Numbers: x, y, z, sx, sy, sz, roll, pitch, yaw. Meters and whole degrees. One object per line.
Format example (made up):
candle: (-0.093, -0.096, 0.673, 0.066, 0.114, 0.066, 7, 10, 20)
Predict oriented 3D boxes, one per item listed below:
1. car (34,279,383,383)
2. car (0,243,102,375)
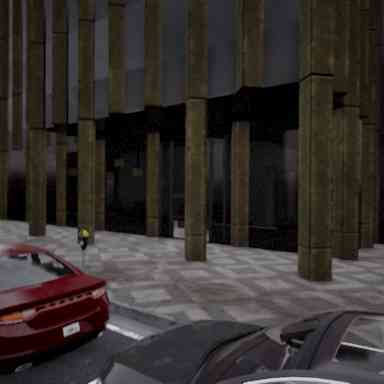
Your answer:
car: (1.156, 1.549, 2.137, 4.403, 1.369, 2.008, 1, 0, 36)
car: (-3.262, 1.501, 5.307, 4.507, 1.381, 1.887, 1, 0, 36)
